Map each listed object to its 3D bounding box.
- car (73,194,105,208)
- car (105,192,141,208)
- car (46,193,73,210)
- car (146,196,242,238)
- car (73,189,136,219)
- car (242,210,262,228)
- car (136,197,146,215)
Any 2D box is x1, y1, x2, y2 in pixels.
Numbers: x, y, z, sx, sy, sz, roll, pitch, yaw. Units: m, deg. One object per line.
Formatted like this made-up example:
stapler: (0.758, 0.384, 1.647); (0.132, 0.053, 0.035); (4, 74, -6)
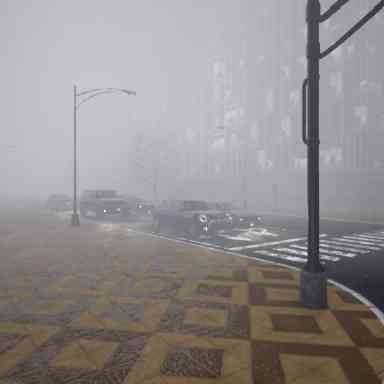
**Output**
car: (-11.139, 0.928, 35.842); (1.994, 1.385, 4.181); (0, 1, -38)
car: (-7.789, 0.858, 37.139); (1.882, 1.535, 5.008); (0, 1, -38)
car: (-13.031, 0.879, 32.984); (2.128, 1.511, 4.902); (0, 1, -38)
car: (-0.048, 1.124, 16.512); (2.097, 1.767, 4.553); (0, 1, -38)
car: (-6.680, 0.798, 24.916); (2.150, 2.045, 5.566); (0, 1, -38)
car: (1.613, 1.289, 19.706); (2.033, 1.411, 5.357); (0, 1, -36)
car: (-4.716, 1.156, 27.667); (1.895, 1.301, 4.718); (0, 1, -38)
